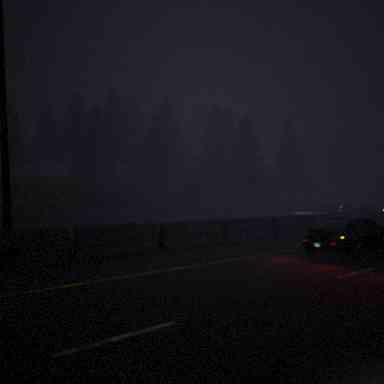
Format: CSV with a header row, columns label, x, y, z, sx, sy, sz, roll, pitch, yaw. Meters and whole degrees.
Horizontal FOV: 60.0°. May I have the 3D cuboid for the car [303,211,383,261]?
label,x,y,z,sx,sy,sz,roll,pitch,yaw
car,6.115,1.629,12.665,4.674,1.442,1.812,1,-1,-36

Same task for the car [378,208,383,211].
label,x,y,z,sx,sy,sz,roll,pitch,yaw
car,24.536,2.095,39.589,4.892,1.490,1.837,2,-1,-36

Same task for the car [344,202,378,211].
label,x,y,z,sx,sy,sz,roll,pitch,yaw
car,21.586,2.187,41.762,4.718,1.301,1.895,1,-1,-36

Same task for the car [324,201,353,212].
label,x,y,z,sx,sy,sz,roll,pitch,yaw
car,20.536,1.979,45.332,4.553,1.767,2.097,1,-1,-36

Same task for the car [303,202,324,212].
label,x,y,z,sx,sy,sz,roll,pitch,yaw
car,18.275,2.190,48.010,5.357,1.411,2.033,1,-1,-36
